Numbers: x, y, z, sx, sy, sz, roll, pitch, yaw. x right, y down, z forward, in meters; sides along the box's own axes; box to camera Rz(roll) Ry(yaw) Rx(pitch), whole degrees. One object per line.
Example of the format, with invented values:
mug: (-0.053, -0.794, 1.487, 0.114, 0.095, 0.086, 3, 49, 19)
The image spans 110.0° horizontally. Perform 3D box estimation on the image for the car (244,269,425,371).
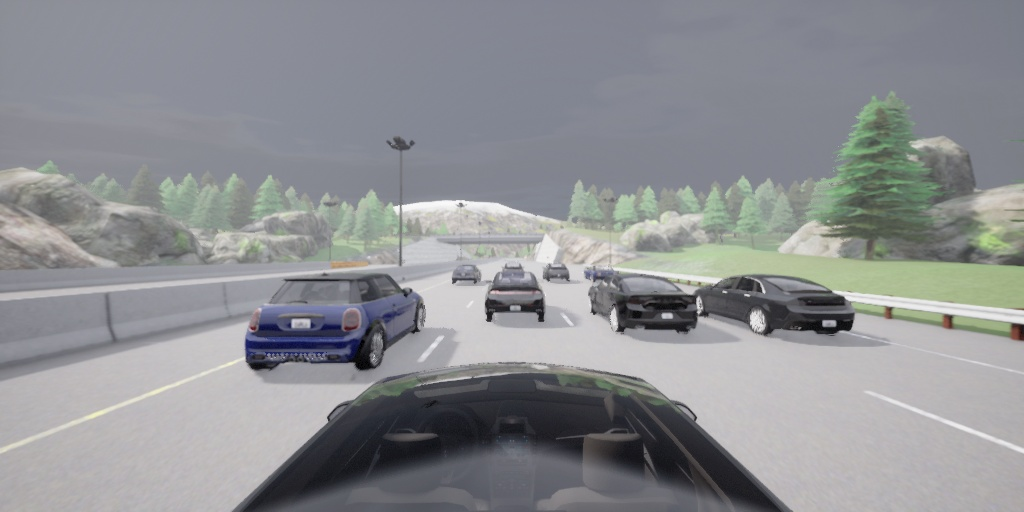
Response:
car: (-3.402, 1.115, 7.904, 2.097, 1.767, 4.553, 0, 0, 0)

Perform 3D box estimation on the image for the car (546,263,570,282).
car: (3.592, 1.300, 29.748, 2.128, 1.511, 4.902, 0, 0, 0)

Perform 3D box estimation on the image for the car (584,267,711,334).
car: (3.598, 1.247, 10.782, 1.882, 1.535, 5.008, 0, 0, 0)

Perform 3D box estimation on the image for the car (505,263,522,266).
car: (0.092, 1.302, 30.712, 2.128, 1.511, 4.902, 0, 0, 0)

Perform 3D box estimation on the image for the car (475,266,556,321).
car: (0.097, 1.264, 12.535, 2.128, 1.511, 4.902, 0, 0, 0)

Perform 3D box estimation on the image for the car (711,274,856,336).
car: (7.097, 1.273, 10.444, 1.837, 1.490, 4.892, 0, 0, 0)

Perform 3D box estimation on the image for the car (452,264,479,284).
car: (-3.408, 1.352, 27.570, 2.033, 1.411, 5.357, 0, 0, 0)

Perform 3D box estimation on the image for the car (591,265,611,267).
car: (7.092, 1.408, 29.013, 1.895, 1.301, 4.718, 0, 0, 0)
